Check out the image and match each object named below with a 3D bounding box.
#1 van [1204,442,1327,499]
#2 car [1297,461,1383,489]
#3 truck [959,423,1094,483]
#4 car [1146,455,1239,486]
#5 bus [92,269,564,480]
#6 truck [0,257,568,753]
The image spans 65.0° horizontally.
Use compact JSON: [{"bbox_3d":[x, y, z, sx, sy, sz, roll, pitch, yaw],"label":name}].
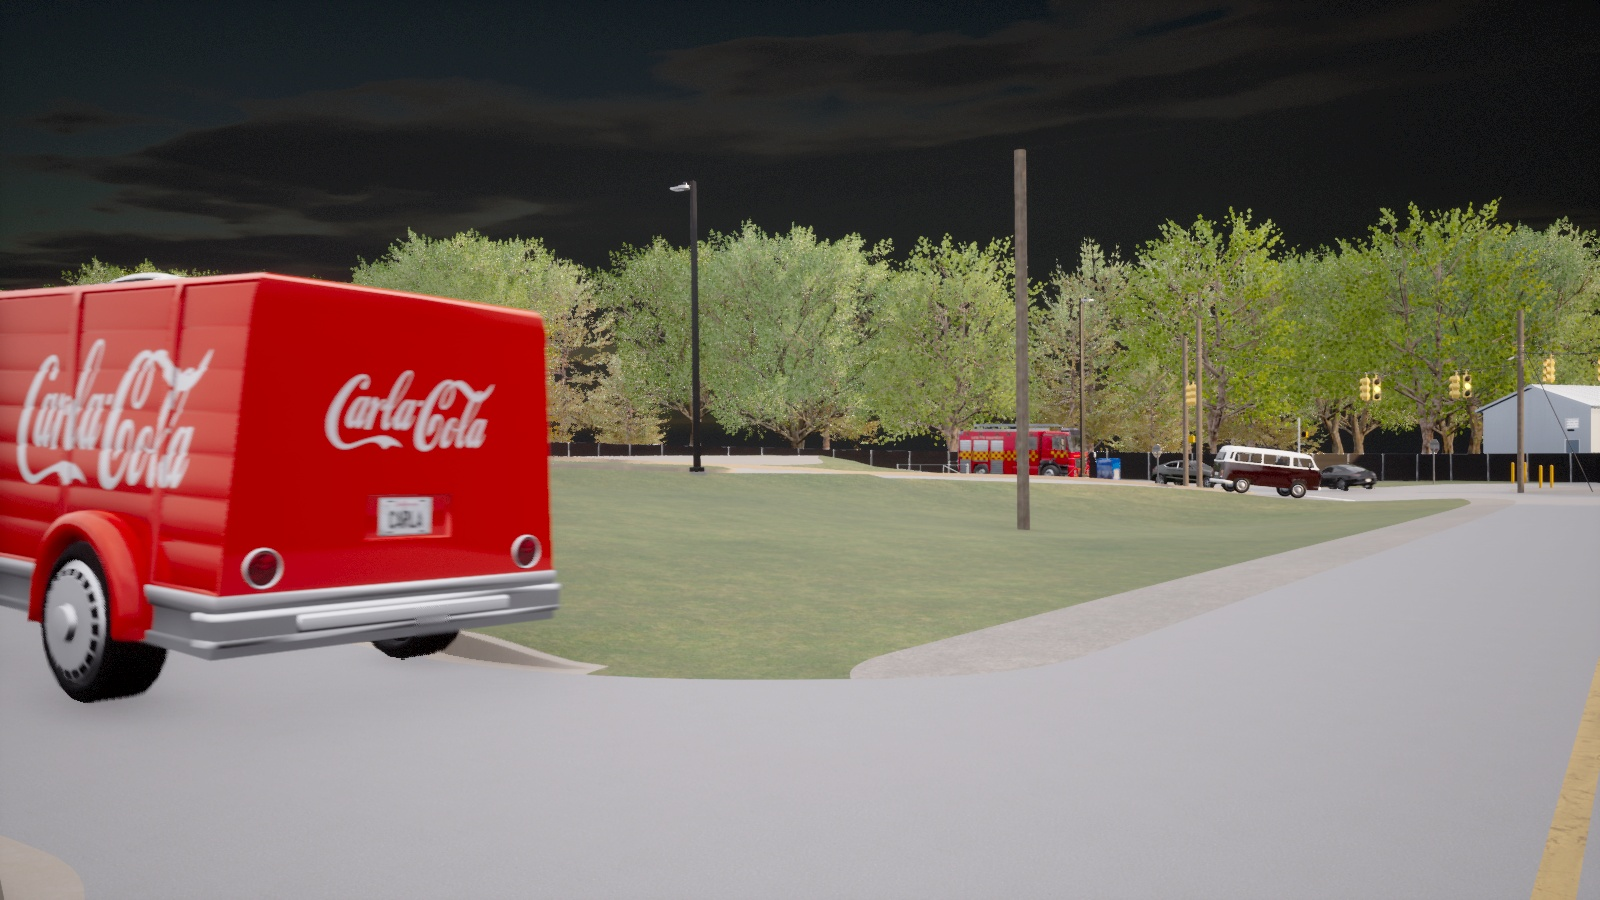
[{"bbox_3d":[20.405,0.877,55.223,4.480,2.038,2.069,5,1,0],"label":"van"},{"bbox_3d":[30.157,1.419,70.308,1.812,1.442,4.674,-2,-1,-16],"label":"car"},{"bbox_3d":[15.133,0.125,84.100,8.468,3.827,2.891,1,2,36],"label":"truck"},{"bbox_3d":[23.625,1.199,75.742,2.152,1.651,5.027,-2,2,-38],"label":"car"},{"bbox_3d":[-10.921,-1.516,30.548,3.944,4.253,10.273,0,0,36],"label":"bus"},{"bbox_3d":[-4.459,0.220,8.832,5.204,2.467,2.627,2,0,36],"label":"truck"}]
